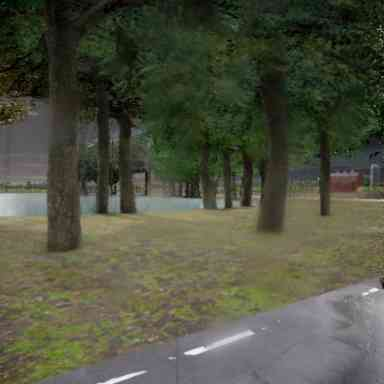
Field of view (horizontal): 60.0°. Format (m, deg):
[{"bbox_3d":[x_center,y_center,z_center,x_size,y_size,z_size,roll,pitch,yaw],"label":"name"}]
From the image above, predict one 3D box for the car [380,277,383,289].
[{"bbox_3d":[6.536,1.542,7.733,5.357,1.411,2.033,0,0,-35],"label":"car"}]
